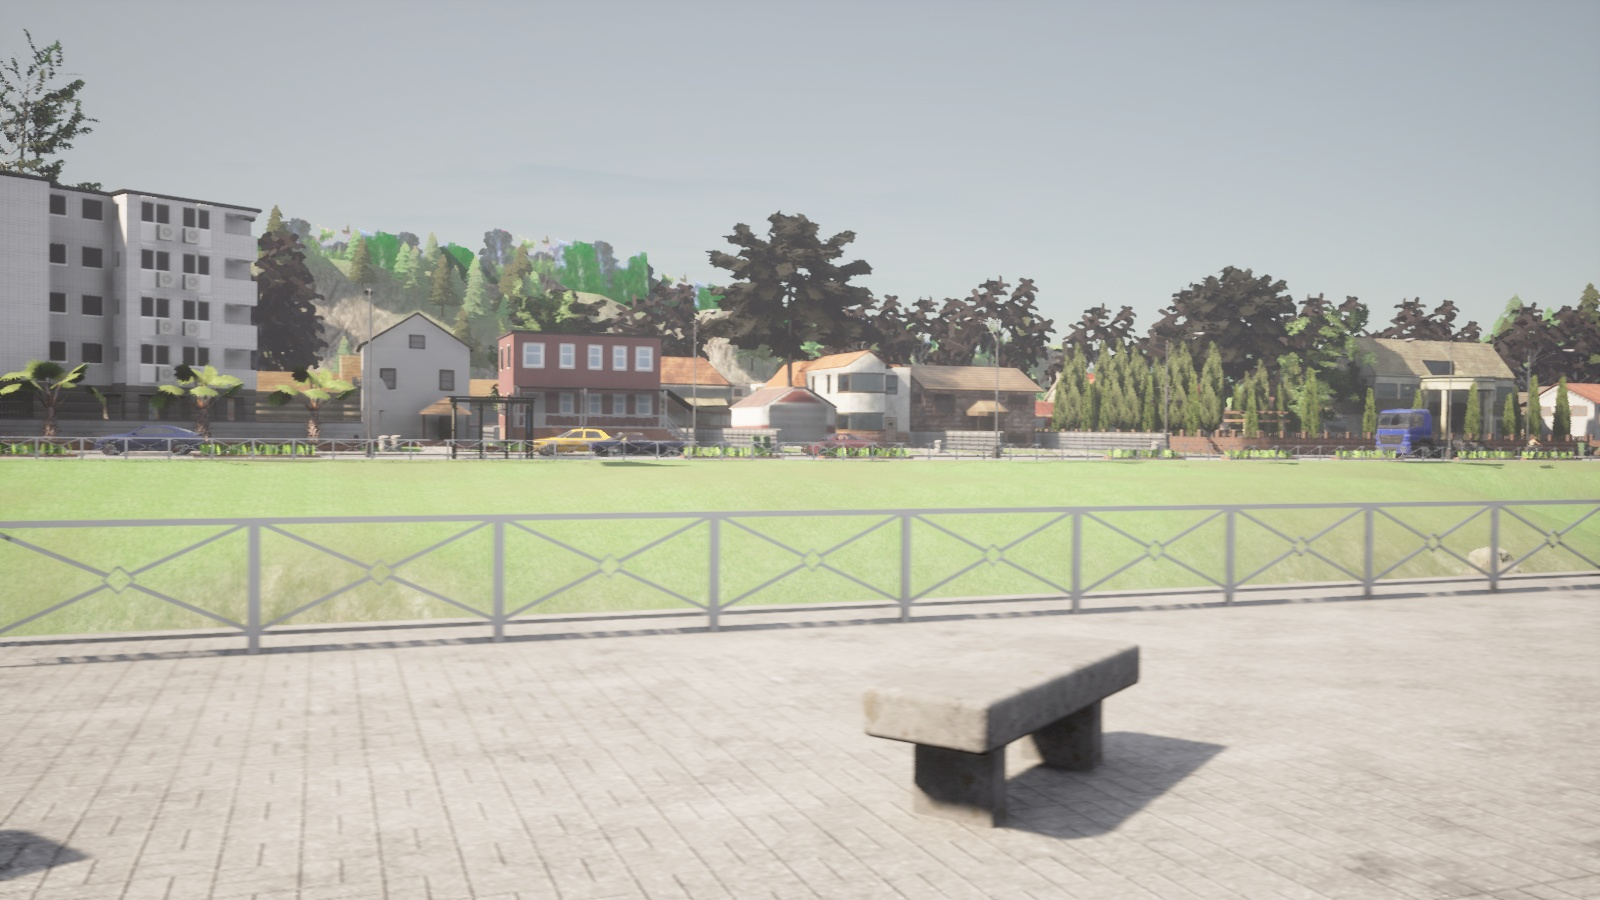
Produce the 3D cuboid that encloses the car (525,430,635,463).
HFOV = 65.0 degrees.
[{"bbox_3d":[-11.442,-0.204,65.431,5.366,1.575,1.801,-1,1,-21],"label":"car"}]

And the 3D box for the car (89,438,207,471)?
[{"bbox_3d":[-30.187,0.201,58.320,4.674,1.442,1.812,-1,1,-21],"label":"car"}]

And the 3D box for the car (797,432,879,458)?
[{"bbox_3d":[2.125,-0.309,70.580,4.181,1.385,1.994,-1,1,-21],"label":"car"}]

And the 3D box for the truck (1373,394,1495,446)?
[{"bbox_3d":[43.561,-2.059,86.288,7.936,3.462,2.891,-1,1,-21],"label":"truck"}]

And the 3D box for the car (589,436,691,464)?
[{"bbox_3d":[-7.979,-0.032,62.468,4.718,1.301,1.895,-1,1,-21],"label":"car"}]
